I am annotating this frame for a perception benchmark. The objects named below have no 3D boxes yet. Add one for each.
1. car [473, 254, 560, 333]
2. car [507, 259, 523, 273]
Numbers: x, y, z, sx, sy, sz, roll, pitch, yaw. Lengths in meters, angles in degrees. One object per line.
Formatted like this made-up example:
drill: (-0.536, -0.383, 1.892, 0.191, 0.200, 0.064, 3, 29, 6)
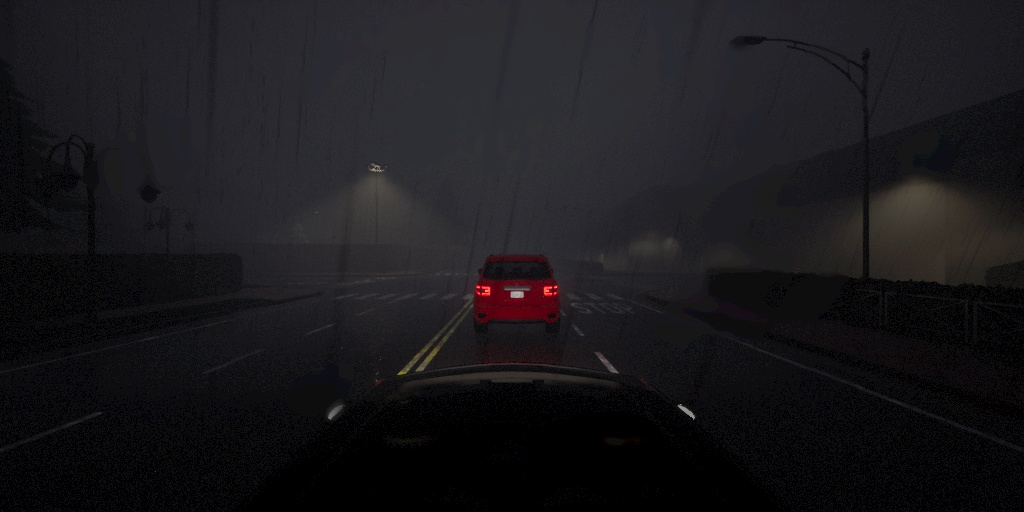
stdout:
car: (0.122, 0.971, 10.828, 2.150, 2.045, 5.566, 0, 0, 0)
car: (0.356, 1.228, 45.577, 1.882, 1.535, 5.008, 0, 0, 1)
